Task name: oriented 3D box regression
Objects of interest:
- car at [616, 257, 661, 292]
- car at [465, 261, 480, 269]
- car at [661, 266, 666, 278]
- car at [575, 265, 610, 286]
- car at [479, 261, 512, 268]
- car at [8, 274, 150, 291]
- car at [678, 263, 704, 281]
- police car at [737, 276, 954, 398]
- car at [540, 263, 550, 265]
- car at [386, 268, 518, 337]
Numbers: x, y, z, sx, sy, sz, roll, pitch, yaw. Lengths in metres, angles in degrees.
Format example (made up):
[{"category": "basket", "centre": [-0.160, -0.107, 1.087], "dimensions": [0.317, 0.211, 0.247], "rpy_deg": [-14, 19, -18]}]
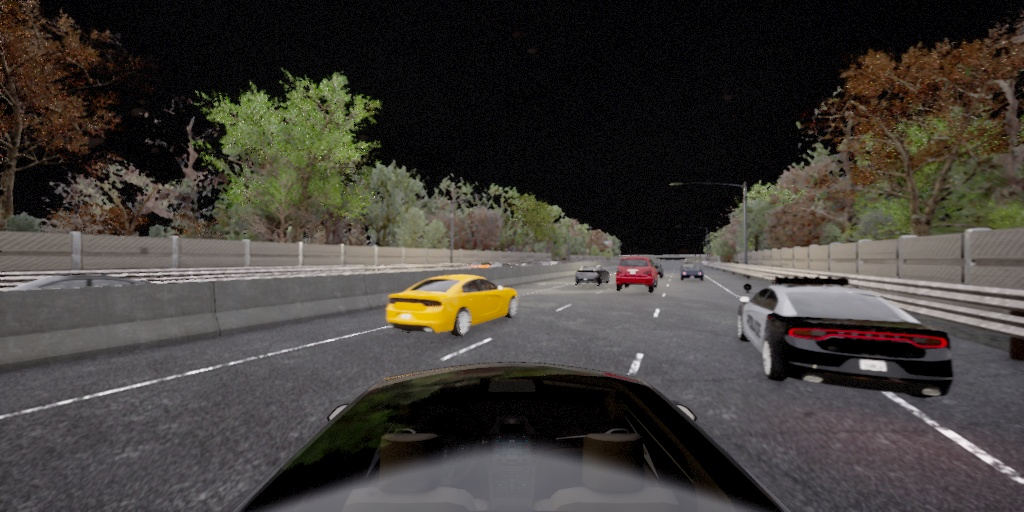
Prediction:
[{"category": "car", "centre": [8.098, 1.127, 23.095], "dimensions": [2.150, 2.045, 5.566], "rpy_deg": [0, -1, 25]}, {"category": "car", "centre": [-4.331, 1.475, 46.655], "dimensions": [2.097, 1.767, 4.553], "rpy_deg": [0, -1, 25]}, {"category": "car", "centre": [15.240, 1.531, 38.476], "dimensions": [1.837, 1.490, 4.892], "rpy_deg": [0, 0, 25]}, {"category": "car", "centre": [6.179, 1.439, 27.268], "dimensions": [2.128, 1.511, 4.902], "rpy_deg": [0, -1, 25]}, {"category": "car", "centre": [-1.642, 1.575, 44.141], "dimensions": [1.882, 1.535, 5.008], "rpy_deg": [0, -1, 25]}, {"category": "car", "centre": [-13.318, 1.321, 10.678], "dimensions": [1.882, 1.535, 5.008], "rpy_deg": [0, -1, 25]}, {"category": "car", "centre": [16.664, 1.581, 33.287], "dimensions": [1.895, 1.301, 4.718], "rpy_deg": [0, -1, 25]}, {"category": "police car", "centre": [5.690, 1.208, 6.920], "dimensions": [1.930, 1.638, 5.238], "rpy_deg": [0, -1, 25]}, {"category": "car", "centre": [4.560, 1.696, 49.180], "dimensions": [1.994, 1.385, 4.181], "rpy_deg": [0, -1, 25]}, {"category": "car", "centre": [-1.479, 1.302, 10.772], "dimensions": [1.882, 1.535, 5.008], "rpy_deg": [0, -1, 25]}]
